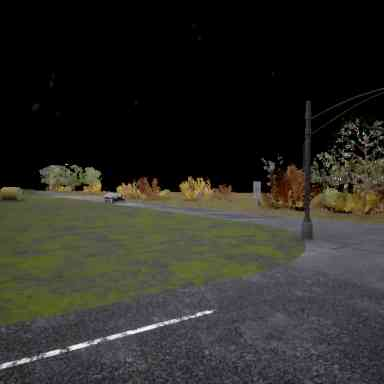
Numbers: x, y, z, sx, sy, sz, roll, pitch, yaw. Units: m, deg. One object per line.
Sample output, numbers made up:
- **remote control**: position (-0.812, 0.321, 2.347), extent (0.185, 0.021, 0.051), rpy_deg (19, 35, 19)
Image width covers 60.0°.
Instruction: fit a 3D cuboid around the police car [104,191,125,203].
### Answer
- **police car**: position (-11.603, 0.744, 49.757), extent (1.930, 1.638, 5.238), rpy_deg (1, 0, -32)
